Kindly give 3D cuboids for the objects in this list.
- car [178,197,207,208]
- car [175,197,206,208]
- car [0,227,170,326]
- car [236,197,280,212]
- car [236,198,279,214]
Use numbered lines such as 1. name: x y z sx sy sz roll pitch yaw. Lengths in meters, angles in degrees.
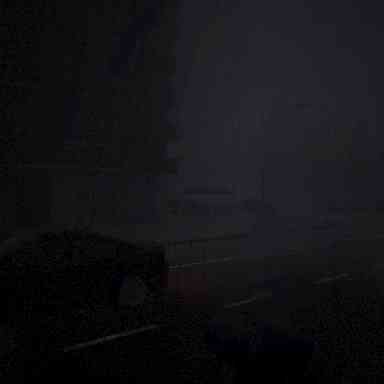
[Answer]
1. car: -0.276 1.492 43.938 2.033 1.411 5.357 0 0 -38
2. car: -0.258 1.470 48.863 4.674 1.442 1.812 0 0 45
3. car: -2.811 1.477 6.265 5.008 1.535 1.882 0 0 -36
4. car: 7.650 1.436 38.947 2.128 1.511 4.902 0 0 -37
5. car: 6.707 1.436 34.307 2.128 1.511 4.902 0 0 -38
